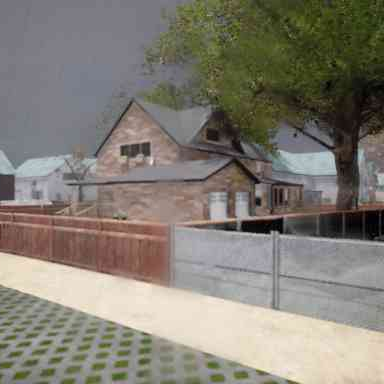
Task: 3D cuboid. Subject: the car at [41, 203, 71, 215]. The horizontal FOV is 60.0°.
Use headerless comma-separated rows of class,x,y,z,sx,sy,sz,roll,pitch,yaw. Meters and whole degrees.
car,-14.049,1.862,35.625,2.033,1.411,5.357,0,-1,37
